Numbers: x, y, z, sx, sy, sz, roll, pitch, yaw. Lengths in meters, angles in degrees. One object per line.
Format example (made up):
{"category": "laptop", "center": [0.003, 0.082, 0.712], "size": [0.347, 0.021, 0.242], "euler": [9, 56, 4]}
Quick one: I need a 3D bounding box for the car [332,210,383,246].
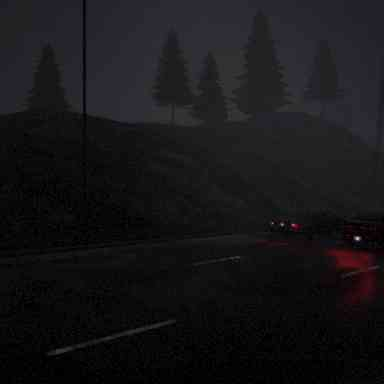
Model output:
{"category": "car", "center": [8.269, 1.516, 14.066], "size": [4.892, 1.490, 1.837], "euler": [0, 0, -35]}

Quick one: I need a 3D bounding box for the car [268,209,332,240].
{"category": "car", "center": [6.236, 1.563, 16.916], "size": [5.357, 1.411, 2.033], "euler": [0, 0, -35]}
